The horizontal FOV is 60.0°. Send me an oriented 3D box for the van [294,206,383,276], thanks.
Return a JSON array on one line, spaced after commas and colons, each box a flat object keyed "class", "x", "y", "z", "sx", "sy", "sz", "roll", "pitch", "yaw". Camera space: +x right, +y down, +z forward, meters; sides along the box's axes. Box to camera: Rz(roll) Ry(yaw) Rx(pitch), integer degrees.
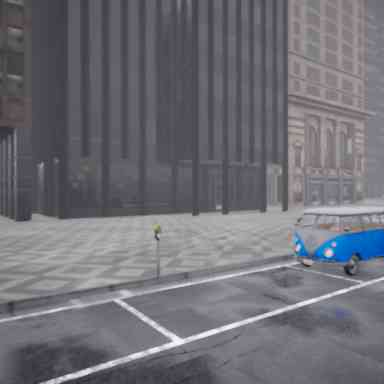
[{"class": "van", "x": 4.806, "y": 1.343, "z": 10.081, "sx": 3.998, "sy": 1.788, "sz": 1.690, "roll": 0, "pitch": 0, "yaw": -36}]
